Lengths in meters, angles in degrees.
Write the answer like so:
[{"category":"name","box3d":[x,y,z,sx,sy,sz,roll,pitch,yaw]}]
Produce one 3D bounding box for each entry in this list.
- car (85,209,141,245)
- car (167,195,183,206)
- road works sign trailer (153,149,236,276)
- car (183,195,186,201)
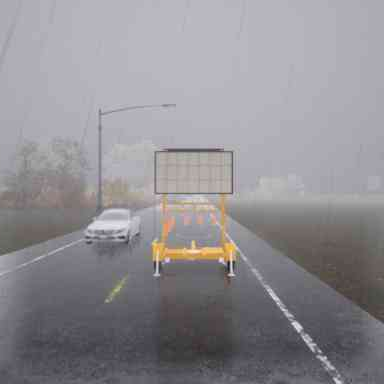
[{"category":"car","box3d":[-3.533,1.533,15.648,1.812,1.442,4.674,0,0,0]},{"category":"car","box3d":[-3.115,1.388,56.818,2.097,1.767,4.553,0,0,1]},{"category":"road works sign trailer","box3d":[0.054,0.468,10.321,2.380,3.560,2.880,0,0,-1]},{"category":"car","box3d":[-2.483,1.573,88.965,1.837,1.490,4.892,0,0,1]}]
